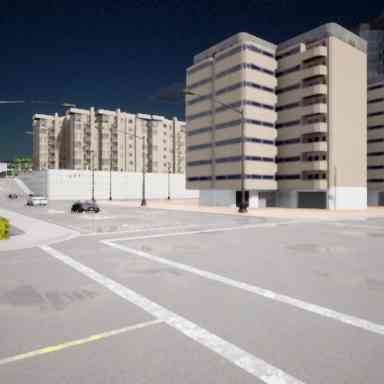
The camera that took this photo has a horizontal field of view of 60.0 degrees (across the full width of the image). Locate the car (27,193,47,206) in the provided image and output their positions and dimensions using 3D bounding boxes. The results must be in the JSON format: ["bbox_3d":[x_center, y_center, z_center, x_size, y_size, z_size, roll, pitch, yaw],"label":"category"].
[{"bbox_3d":[-25.186,1.219,53.978,2.150,2.045,5.566,0,0,-36],"label":"car"}]

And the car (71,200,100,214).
[{"bbox_3d":[-11.232,1.556,34.869,1.994,1.385,4.181,0,0,-36],"label":"car"}]
